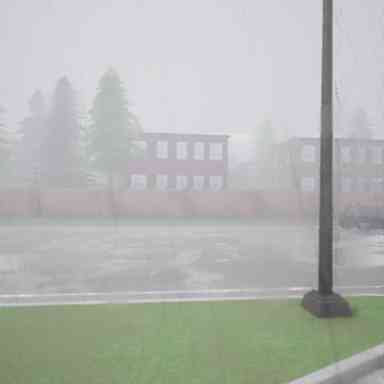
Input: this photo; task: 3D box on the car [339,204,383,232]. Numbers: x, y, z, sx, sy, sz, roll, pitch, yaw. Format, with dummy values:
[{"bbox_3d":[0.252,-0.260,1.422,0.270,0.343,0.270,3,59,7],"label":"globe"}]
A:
[{"bbox_3d":[11.988,1.566,21.363,4.553,1.767,2.097,1,0,-7],"label":"car"}]
